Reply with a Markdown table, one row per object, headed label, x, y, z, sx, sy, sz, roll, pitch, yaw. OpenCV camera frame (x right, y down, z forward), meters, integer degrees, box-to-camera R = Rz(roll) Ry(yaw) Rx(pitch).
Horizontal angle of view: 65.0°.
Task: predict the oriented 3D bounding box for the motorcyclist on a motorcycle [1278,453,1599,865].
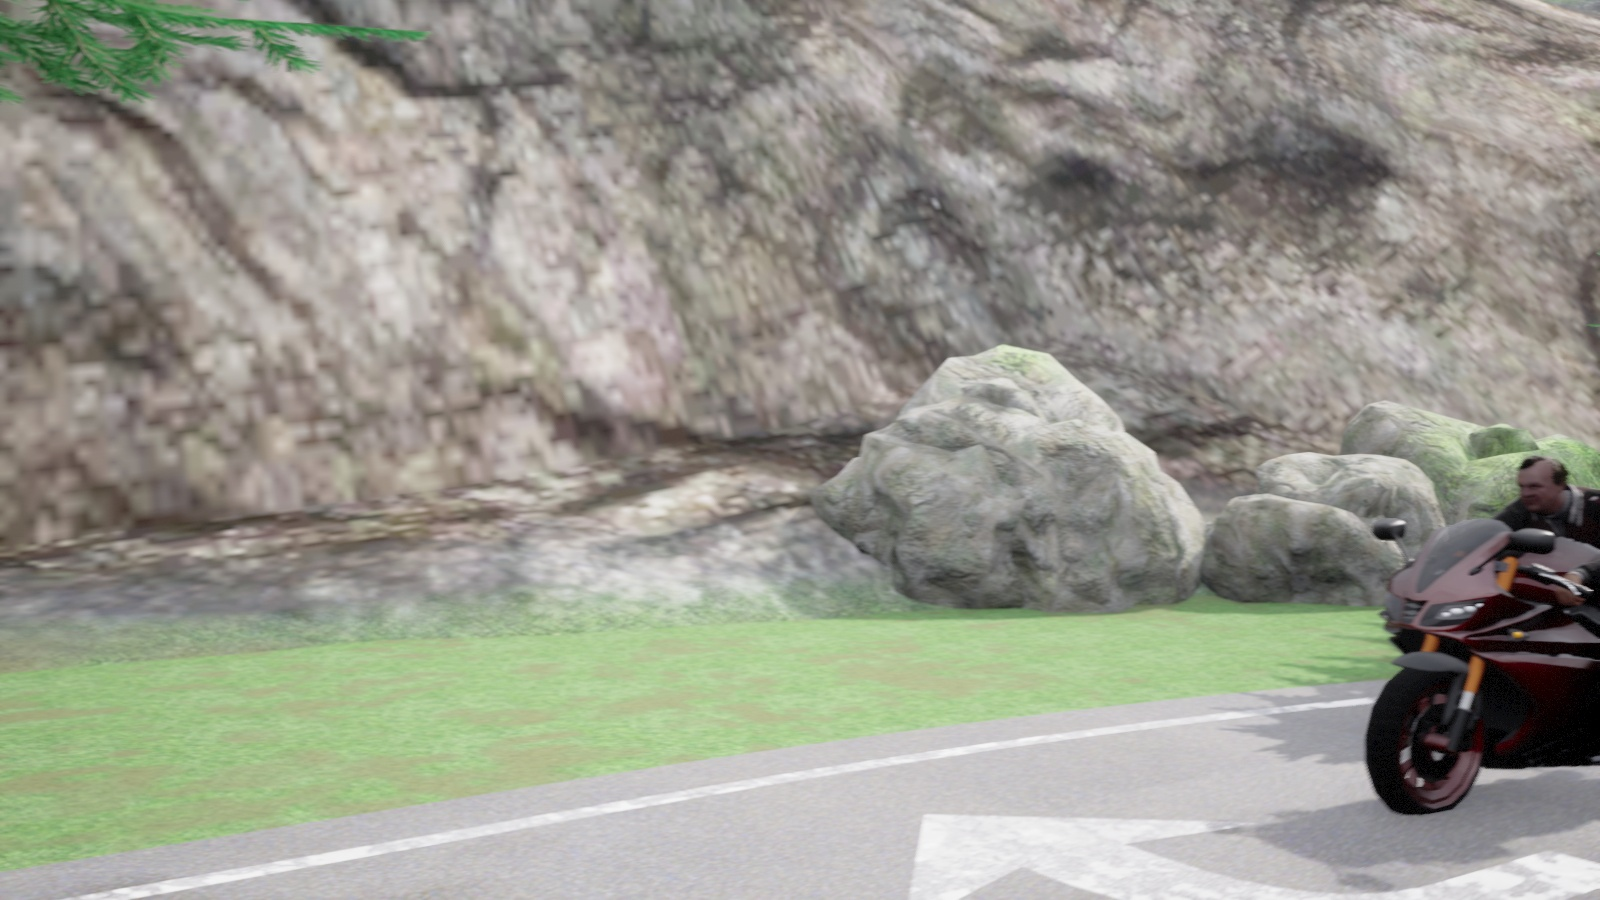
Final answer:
| label | x | y | z | sx | sy | sz | roll | pitch | yaw |
| --- | --- | --- | --- | --- | --- | --- | --- | --- | --- |
| motorcyclist on a motorcycle | 3.275 | 0.786 | 5.535 | 2.191 | 1.530 | 0.866 | 0 | 0 | -23 |
